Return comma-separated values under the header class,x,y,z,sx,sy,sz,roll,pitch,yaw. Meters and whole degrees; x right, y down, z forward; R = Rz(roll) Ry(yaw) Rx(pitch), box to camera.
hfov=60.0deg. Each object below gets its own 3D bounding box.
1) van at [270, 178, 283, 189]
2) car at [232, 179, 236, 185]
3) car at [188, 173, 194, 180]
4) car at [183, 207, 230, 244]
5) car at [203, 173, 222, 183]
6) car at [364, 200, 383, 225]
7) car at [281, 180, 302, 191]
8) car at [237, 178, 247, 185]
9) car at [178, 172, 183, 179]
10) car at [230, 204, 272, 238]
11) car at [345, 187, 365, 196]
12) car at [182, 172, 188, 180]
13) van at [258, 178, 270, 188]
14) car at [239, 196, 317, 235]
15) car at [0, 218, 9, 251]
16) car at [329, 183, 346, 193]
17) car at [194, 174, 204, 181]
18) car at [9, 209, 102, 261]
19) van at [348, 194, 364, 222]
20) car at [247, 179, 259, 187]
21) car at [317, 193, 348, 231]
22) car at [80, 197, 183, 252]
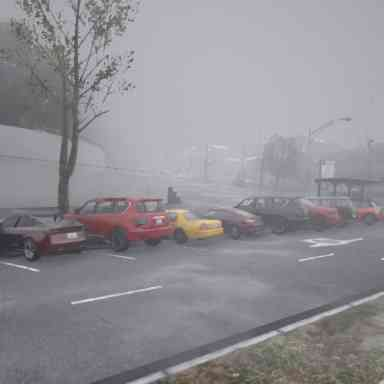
class,x,y,z,sx,sy,sz,roll,pitch,yaw
van,17.566,-1.492,65.155,1.878,1.987,4.442,7,4,35
car,10.684,-2.318,75.137,2.002,1.452,4.674,7,3,35
car,1.927,-3.851,87.368,2.185,1.767,4.553,6,3,34
car,-1.131,1.502,15.922,5.366,1.575,1.946,-1,-1,35
car,5.575,-3.177,82.644,1.946,1.575,5.366,7,3,34
car,11.359,1.402,24.439,4.553,1.767,2.185,-1,-1,35
car,19.327,-0.993,62.794,2.231,1.521,4.892,7,3,35
car,12.428,-2.044,72.676,2.002,1.452,4.674,7,4,35
car,-1.577,-4.363,92.183,2.435,2.045,5.566,1,-1,34
car,1.474,1.548,17.551,4.674,1.452,2.002,-1,-1,35
car,26.234,0.136,52.940,2.002,1.452,4.674,7,3,35
car,0.196,-4.086,89.837,2.185,1.767,4.553,4,1,33
van,15.836,-1.765,67.626,1.878,1.987,4.442,7,4,35
car,3.901,1.262,19.310,5.566,2.045,2.435,-1,-1,35
car,-8.313,1.492,10.599,4.892,1.521,2.231,-1,-1,34
car,24.542,-0.427,55.411,2.435,2.045,5.566,7,3,35
car,3.722,-3.699,84.903,2.435,2.045,5.566,7,3,34
car,-5.894,1.523,12.347,4.792,1.488,2.163,-1,-1,35
van,8.951,1.296,22.687,4.442,1.987,1.878,-1,-1,35
car,14.260,-1.813,70.356,1.946,1.575,5.366,7,3,35
car,6.413,1.266,21.016,5.566,2.045,2.435,-1,-1,35
car,-3.450,1.247,14.093,5.566,2.045,2.435,-1,-1,34
